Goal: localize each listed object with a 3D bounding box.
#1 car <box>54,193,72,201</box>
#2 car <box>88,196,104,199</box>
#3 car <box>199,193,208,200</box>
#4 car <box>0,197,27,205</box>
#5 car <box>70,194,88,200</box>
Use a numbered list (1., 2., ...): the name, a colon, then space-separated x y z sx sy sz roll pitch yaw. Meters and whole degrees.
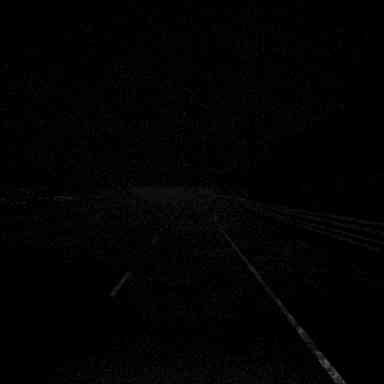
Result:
1. car: -24.487 1.208 63.832 2.150 2.045 5.566 0 0 0
2. car: -17.495 1.521 62.873 1.812 1.442 4.674 0 0 0
3. car: 3.518 1.469 91.533 1.895 1.301 4.718 0 0 0
4. car: -27.352 1.528 51.030 2.033 1.411 5.357 0 0 -3
5. car: -20.990 1.500 63.961 2.128 1.511 4.902 0 0 0
